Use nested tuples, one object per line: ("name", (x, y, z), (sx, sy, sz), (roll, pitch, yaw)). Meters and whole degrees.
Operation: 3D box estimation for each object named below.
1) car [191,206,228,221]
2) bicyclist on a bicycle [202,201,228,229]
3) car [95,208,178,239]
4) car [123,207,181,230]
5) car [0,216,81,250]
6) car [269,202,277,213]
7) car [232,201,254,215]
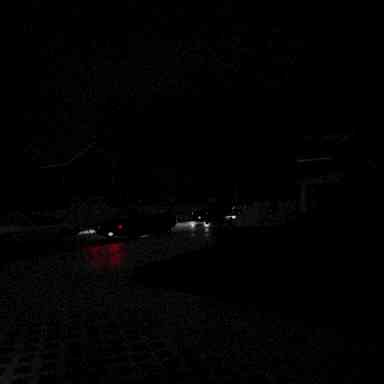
("car", (1.737, 2.032, 32.136), (1.895, 1.301, 4.718), (-3, -2, 29))
("bicyclist on a bicycle", (1.290, 1.320, 19.201), (1.656, 1.620, 0.582), (-3, -2, 29))
("car", (-2.787, 1.700, 17.569), (1.895, 1.301, 4.718), (-3, -2, 27))
("car", (-2.770, 1.871, 23.924), (1.994, 1.385, 4.181), (-3, -2, 29))
("car", (-7.597, 1.784, 15.354), (1.895, 1.301, 4.718), (-3, -2, 32))
("car", (10.763, 1.996, 42.473), (1.837, 1.490, 4.892), (-3, -2, 29))
("car", (6.539, 1.921, 40.841), (2.097, 1.767, 4.553), (-3, -2, 29))
